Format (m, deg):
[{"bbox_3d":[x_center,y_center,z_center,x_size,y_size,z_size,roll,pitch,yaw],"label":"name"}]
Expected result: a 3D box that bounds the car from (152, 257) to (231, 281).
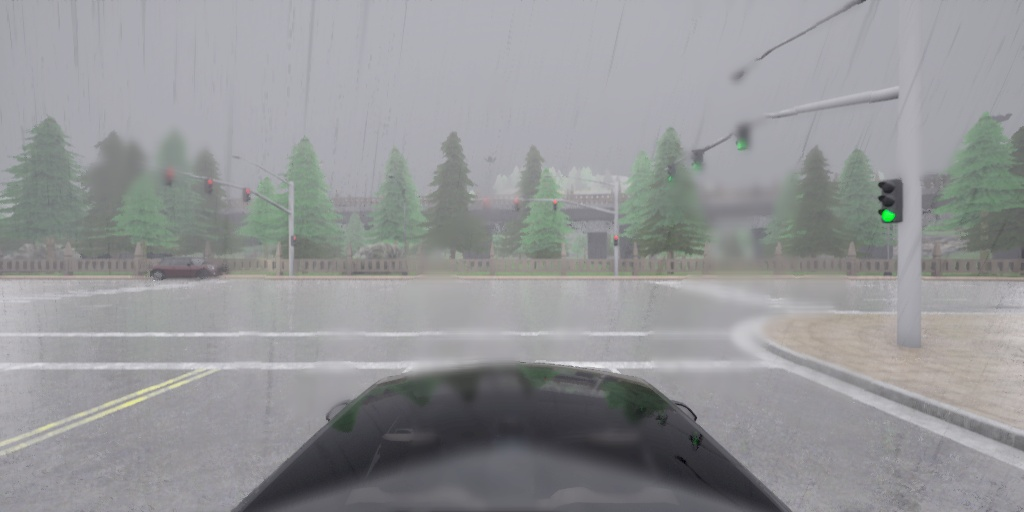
[{"bbox_3d":[-24.038,0.844,27.023,4.553,1.767,2.097,0,5,-6],"label":"car"}]
